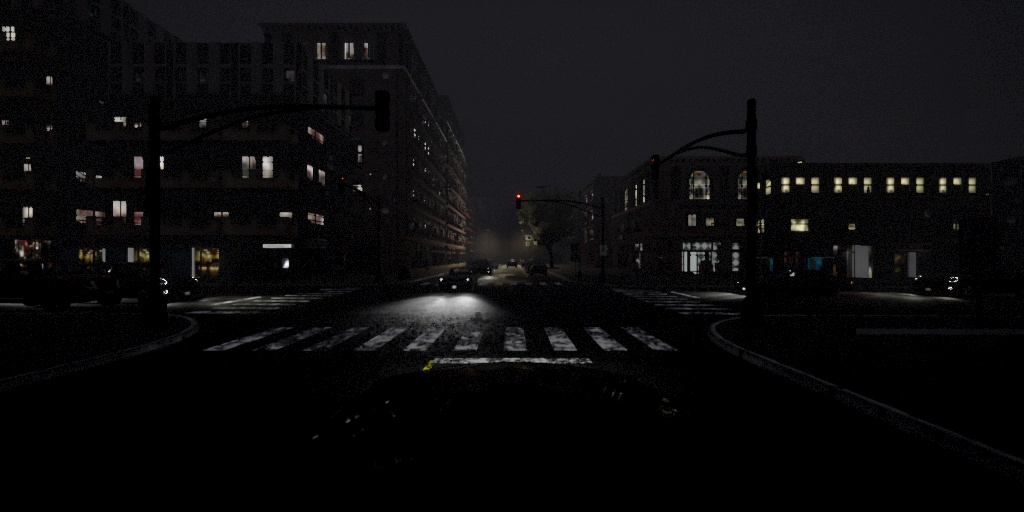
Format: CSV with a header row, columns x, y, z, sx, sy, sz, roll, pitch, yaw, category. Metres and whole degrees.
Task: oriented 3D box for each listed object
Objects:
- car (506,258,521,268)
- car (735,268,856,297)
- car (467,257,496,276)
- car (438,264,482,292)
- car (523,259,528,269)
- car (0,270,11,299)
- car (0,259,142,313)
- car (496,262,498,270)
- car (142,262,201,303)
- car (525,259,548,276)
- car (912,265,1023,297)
x,y,z,sx,sy,sz,roll,pitch,yaw,category
0.003,1.319,63.198,2.128,1.511,4.902,0,0,0,car
15.025,1.372,19.140,5.357,1.411,2.033,0,0,0,car
-3.098,1.132,36.903,2.097,1.767,4.553,0,0,0,car
-3.098,1.359,21.489,1.895,1.301,4.718,0,0,0,car
2.693,1.228,42.538,1.967,1.591,4.097,0,0,0,car
-25.582,1.274,15.653,4.718,1.301,1.895,0,0,0,car
-17.276,1.013,13.123,5.009,1.841,2.192,0,0,0,car
-3.082,1.333,53.512,1.812,1.442,4.674,0,0,0,car
-16.526,1.053,15.739,4.553,1.767,2.097,0,0,-1,car
2.692,1.330,36.841,2.007,1.370,4.403,0,0,0,car
24.524,1.219,19.206,4.553,1.767,2.097,0,0,0,car
